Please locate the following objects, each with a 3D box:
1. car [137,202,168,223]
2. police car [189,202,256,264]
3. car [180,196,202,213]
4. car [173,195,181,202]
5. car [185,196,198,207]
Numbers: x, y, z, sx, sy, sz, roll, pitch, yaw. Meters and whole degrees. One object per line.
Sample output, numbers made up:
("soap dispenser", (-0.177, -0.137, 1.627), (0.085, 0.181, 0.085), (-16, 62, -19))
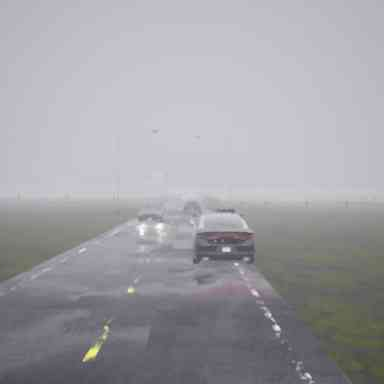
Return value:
("car", (-2.865, 1.453, 25.202), (2.033, 1.411, 5.357), (0, 0, 0))
("police car", (0.955, 1.382, 11.790), (1.930, 1.638, 5.238), (0, 0, 0))
("car", (0.023, 1.371, 35.286), (1.837, 1.490, 4.892), (0, 0, 1))
("car", (-2.793, 1.282, 66.186), (2.033, 1.411, 5.357), (0, 0, 0))
("car", (-0.017, 1.338, 48.284), (1.812, 1.442, 4.674), (0, 0, 0))
